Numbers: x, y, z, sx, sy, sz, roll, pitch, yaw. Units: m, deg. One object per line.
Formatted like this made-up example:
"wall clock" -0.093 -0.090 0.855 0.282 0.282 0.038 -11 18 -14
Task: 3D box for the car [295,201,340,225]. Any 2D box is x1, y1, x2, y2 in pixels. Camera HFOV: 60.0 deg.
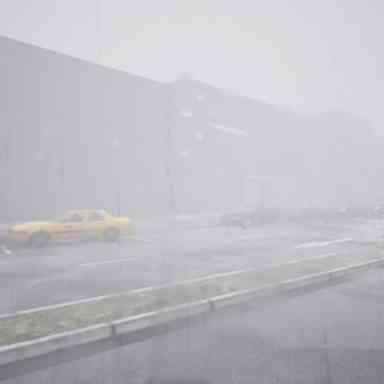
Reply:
"car" 8.445 1.542 24.498 4.674 1.452 2.002 0 0 -36

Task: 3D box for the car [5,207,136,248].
"car" -5.176 1.452 14.728 5.366 1.575 1.946 0 0 -36

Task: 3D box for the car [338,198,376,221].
"car" 12.857 1.391 27.662 4.553 1.767 2.185 0 0 -36

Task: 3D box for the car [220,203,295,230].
"car" 3.959 1.487 21.280 4.892 1.521 2.231 0 0 -36

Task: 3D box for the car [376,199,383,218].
"car" 17.346 1.406 30.882 4.553 1.767 2.185 0 0 -36
